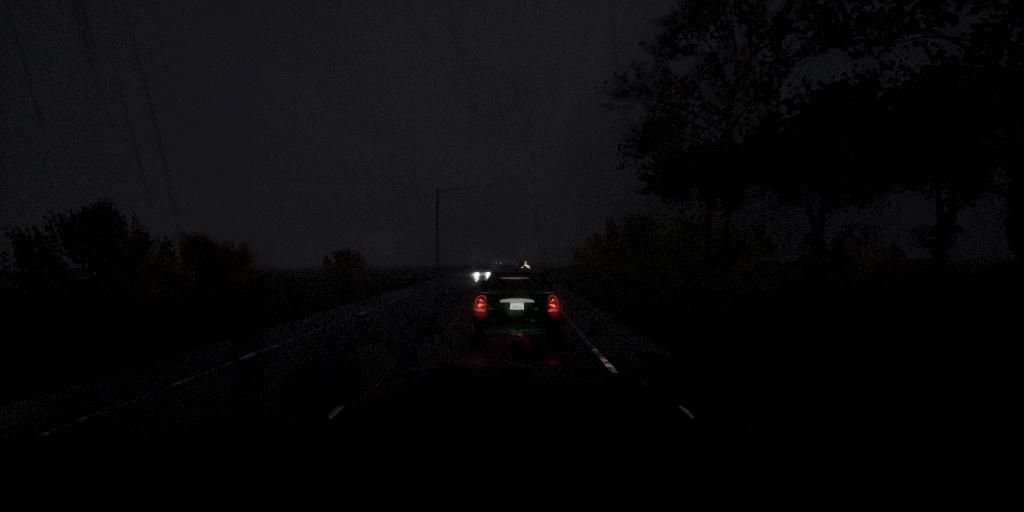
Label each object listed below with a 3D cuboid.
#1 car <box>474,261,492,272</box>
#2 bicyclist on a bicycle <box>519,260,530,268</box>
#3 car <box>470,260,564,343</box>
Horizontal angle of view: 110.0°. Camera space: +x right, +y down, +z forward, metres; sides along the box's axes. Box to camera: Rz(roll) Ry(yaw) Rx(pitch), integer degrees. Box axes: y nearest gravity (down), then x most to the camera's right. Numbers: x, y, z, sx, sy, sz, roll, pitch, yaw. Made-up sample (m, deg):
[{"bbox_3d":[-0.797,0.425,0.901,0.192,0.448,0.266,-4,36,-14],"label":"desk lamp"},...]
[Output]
[{"bbox_3d":[-3.664,1.336,45.571,1.895,1.301,4.718,0,0,0],"label":"car"},{"bbox_3d":[0.975,1.177,25.641,0.866,1.612,1.509,0,0,1],"label":"bicyclist on a bicycle"},{"bbox_3d":[0.113,1.099,9.818,2.097,1.767,4.553,0,0,0],"label":"car"}]
